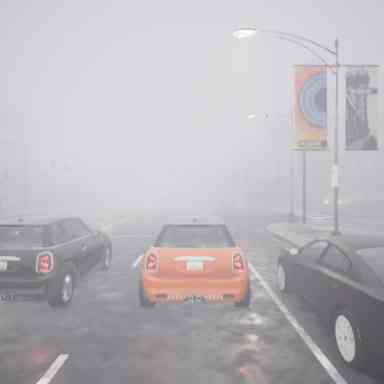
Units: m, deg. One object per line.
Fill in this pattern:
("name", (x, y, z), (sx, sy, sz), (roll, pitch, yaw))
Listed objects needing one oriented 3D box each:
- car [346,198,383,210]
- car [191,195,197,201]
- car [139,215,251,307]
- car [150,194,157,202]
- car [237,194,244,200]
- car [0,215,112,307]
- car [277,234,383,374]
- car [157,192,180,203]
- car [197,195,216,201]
("car", (21.087, 1.422, 39.949), (4.902, 1.511, 2.128), (0, 0, 0))
("car", (1.988, 1.397, 82.215), (2.033, 1.411, 5.357), (0, 0, 40))
("car", (0.066, 1.338, 8.089), (2.097, 1.767, 4.553), (0, 0, 0))
("car", (-6.803, 1.236, 68.487), (2.097, 1.767, 4.553), (0, 0, 22))
("car", (14.593, 1.189, 92.068), (4.553, 1.767, 2.097), (0, 0, -32))
("car", (-3.435, 1.338, 8.092), (2.097, 1.767, 4.553), (0, 0, 0))
("car", (2.902, 1.470, 5.739), (2.097, 1.535, 5.008), (0, 0, 0))
("car", (-4.124, 1.107, 65.750), (2.150, 2.045, 5.566), (0, 0, 21))
("car", (3.930, 1.415, 79.141), (1.994, 1.385, 4.181), (0, 0, 40))
